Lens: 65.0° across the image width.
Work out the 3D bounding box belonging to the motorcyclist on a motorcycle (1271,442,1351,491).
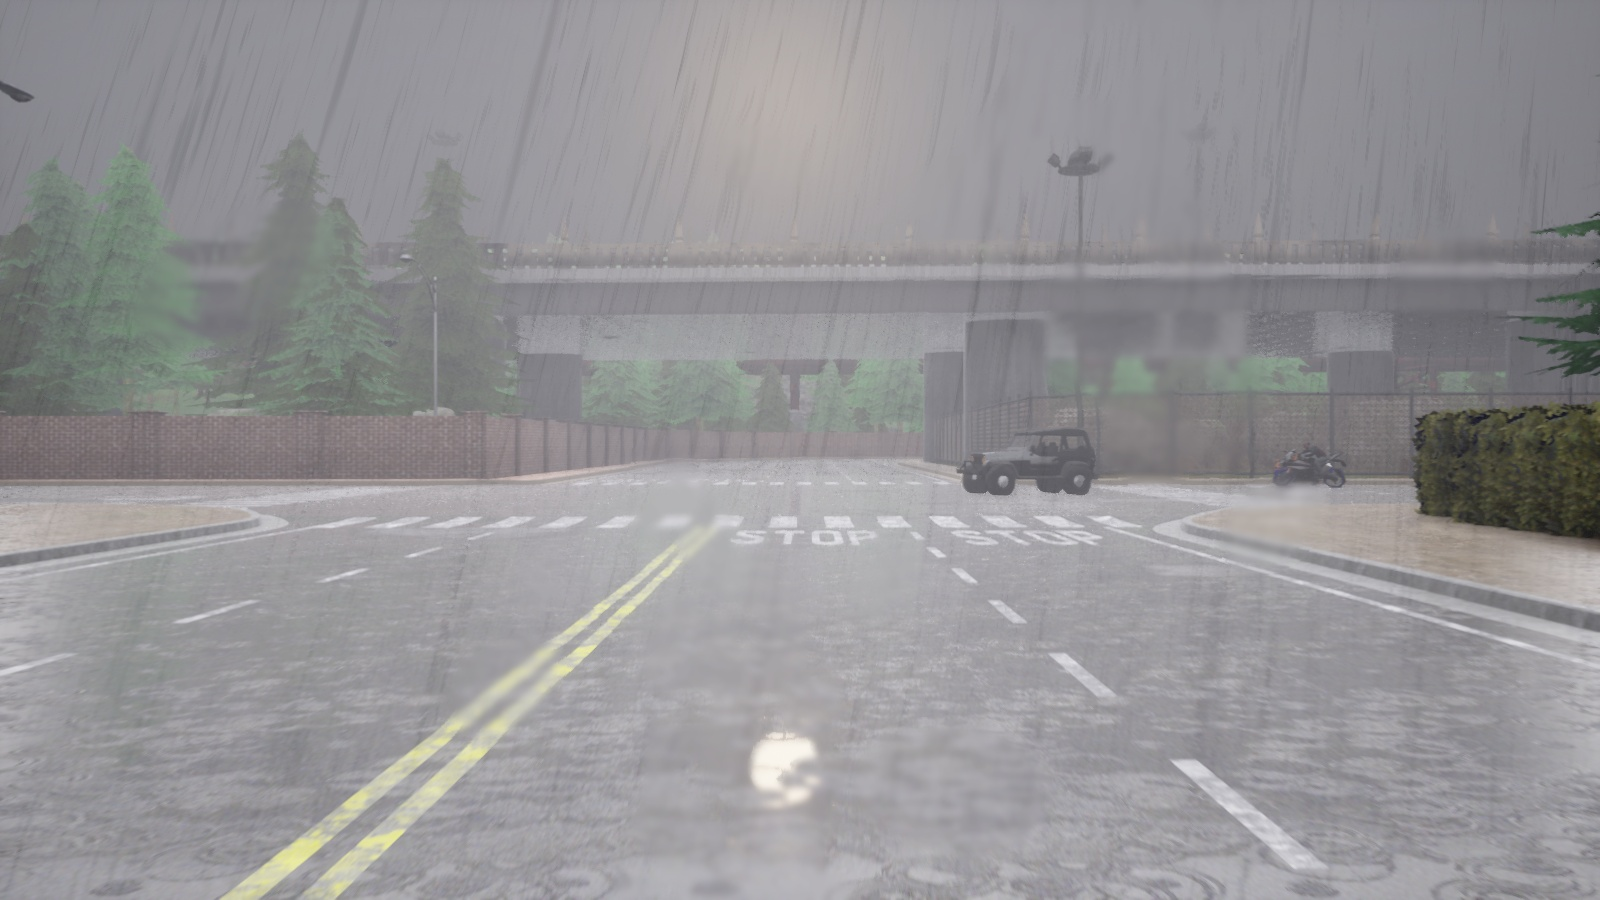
[{"bbox_3d":[16.132,0.515,39.681,2.191,1.530,0.866,0,0,0],"label":"motorcyclist on a motorcycle"}]

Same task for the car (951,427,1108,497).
[{"bbox_3d":[6.396,0.323,35.135,3.866,1.878,1.905,0,0,-16],"label":"car"}]
